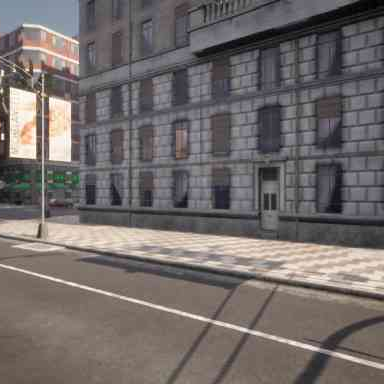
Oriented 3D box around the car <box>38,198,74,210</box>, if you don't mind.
[{"bbox_3d":[-18.094,1.526,44.427,1.812,1.442,4.674,0,0,36],"label":"car"}]
